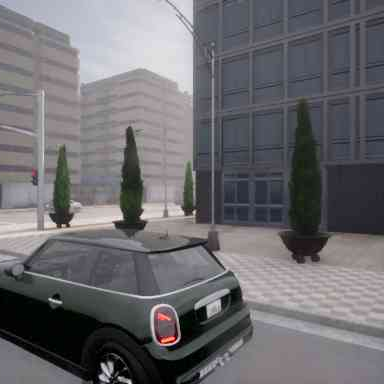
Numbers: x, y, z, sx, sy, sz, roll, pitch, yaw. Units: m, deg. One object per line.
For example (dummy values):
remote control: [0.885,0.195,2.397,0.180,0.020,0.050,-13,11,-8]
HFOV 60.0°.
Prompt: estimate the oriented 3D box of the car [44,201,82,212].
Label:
car: [-14.099,1.581,35.943,1.812,1.442,4.674,0,0,35]

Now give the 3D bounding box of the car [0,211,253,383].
car: [-1.477,1.352,5.047,4.553,1.767,2.097,0,0,35]

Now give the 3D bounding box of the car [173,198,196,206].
car: [-1.022,1.562,54.468,1.837,1.490,4.892,0,-1,36]
